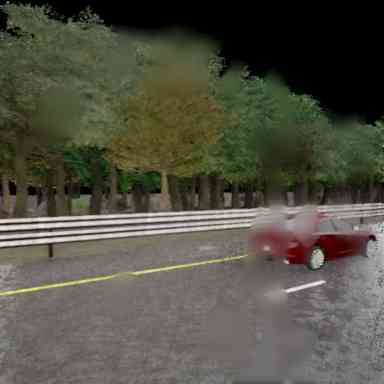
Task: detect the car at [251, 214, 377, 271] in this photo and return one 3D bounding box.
[{"bbox_3d":[4.179,1.483,11.008,5.008,1.535,1.882,0,0,-35],"label":"car"}]
